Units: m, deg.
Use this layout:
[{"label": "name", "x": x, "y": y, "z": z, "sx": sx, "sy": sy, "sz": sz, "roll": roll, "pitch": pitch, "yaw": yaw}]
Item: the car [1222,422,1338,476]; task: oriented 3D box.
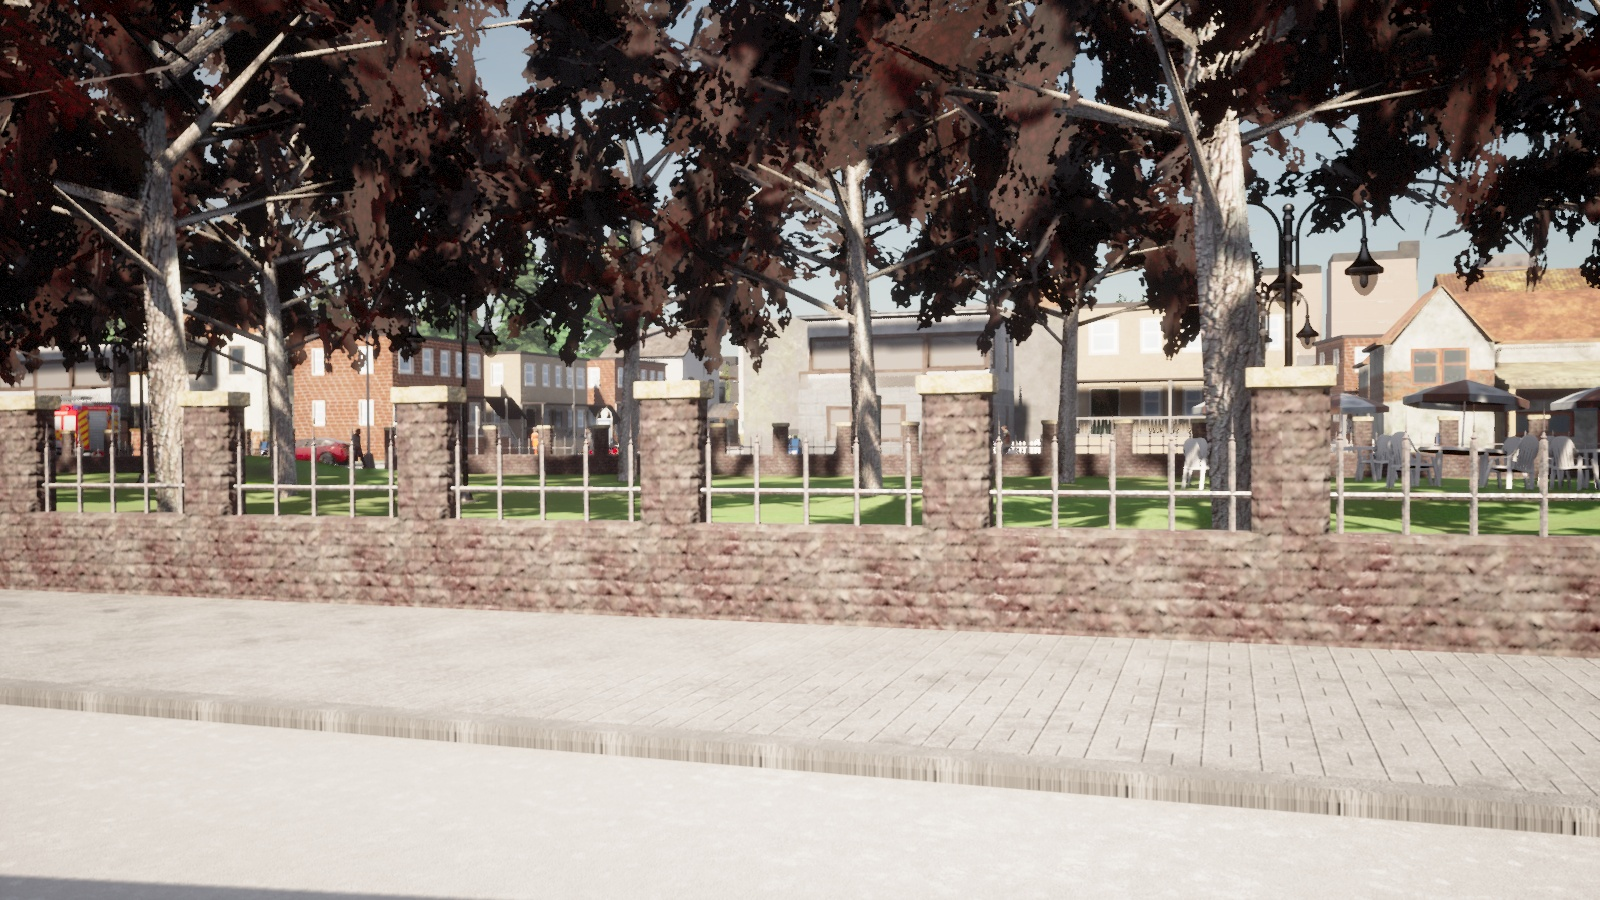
[{"label": "car", "x": 17.366, "y": -0.049, "z": 45.618, "sx": 3.866, "sy": 1.878, "sz": 1.905, "roll": 0, "pitch": 1, "yaw": 19}]

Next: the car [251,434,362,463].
[{"label": "car", "x": -25.216, "y": -0.089, "z": 64.276, "sx": 4.792, "sy": 1.488, "sz": 2.163, "roll": 0, "pitch": 1, "yaw": 5}]

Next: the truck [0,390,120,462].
[{"label": "truck", "x": -42.441, "y": -1.326, "z": 70.046, "sx": 8.468, "sy": 3.827, "sz": 2.891, "roll": 0, "pitch": 1, "yaw": 19}]

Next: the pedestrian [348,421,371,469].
[{"label": "pedestrian", "x": -18.251, "y": -0.205, "z": 52.001, "sx": 0.788, "sy": 1.949, "sz": 0.423, "roll": 0, "pitch": 1, "yaw": 19}]
